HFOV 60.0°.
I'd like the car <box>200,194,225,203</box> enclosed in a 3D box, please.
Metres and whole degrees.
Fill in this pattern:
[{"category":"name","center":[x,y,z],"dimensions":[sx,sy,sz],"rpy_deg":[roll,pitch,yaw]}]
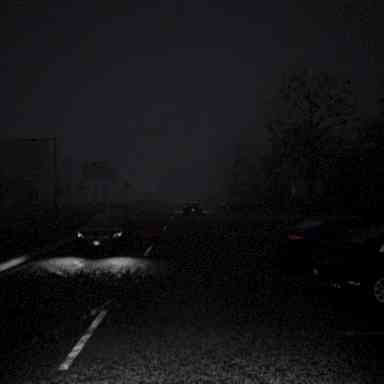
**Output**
[{"category":"car","center":[4.671,1.417,75.381],"dimensions":[5.566,2.045,2.435],"rpy_deg":[0,-1,-1]}]

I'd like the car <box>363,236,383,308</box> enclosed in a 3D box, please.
[{"category":"car","center":[5.089,1.461,3.897],"dimensions":[5.008,1.535,2.097],"rpy_deg":[0,0,0]}]

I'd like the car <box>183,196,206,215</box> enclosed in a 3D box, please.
[{"category":"car","center":[0.087,1.381,31.161],"dimensions":[1.812,1.442,4.674],"rpy_deg":[0,0,0]}]

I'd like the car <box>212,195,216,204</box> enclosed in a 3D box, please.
[{"category":"car","center":[5.032,1.345,37.952],"dimensions":[4.674,1.452,2.002],"rpy_deg":[0,0,0]}]

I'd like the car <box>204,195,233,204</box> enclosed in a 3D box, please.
[{"category":"car","center":[5.011,1.424,64.202],"dimensions":[5.366,1.575,1.946],"rpy_deg":[0,-1,-1]}]

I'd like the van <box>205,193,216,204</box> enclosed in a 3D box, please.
[{"category":"van","center":[4.757,1.126,58.747],"dimensions":[4.442,1.987,1.878],"rpy_deg":[0,-1,-1]}]

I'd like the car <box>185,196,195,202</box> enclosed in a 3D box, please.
[{"category":"car","center":[-0.424,1.702,78.320],"dimensions":[2.128,1.511,4.902],"rpy_deg":[0,-2,2]}]

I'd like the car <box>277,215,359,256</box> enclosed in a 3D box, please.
[{"category":"car","center":[5.079,1.471,10.446],"dimensions":[4.674,1.452,2.002],"rpy_deg":[0,0,0]}]

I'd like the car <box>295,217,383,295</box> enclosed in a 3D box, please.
[{"category":"car","center":[5.077,1.447,7.170],"dimensions":[4.892,1.521,2.231],"rpy_deg":[0,0,0]}]

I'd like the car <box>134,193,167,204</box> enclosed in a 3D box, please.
[{"category":"car","center":[-7.584,1.353,59.281],"dimensions":[5.366,1.575,1.946],"rpy_deg":[0,-1,-1]}]

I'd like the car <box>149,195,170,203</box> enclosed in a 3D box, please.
[{"category":"car","center":[-7.566,1.592,77.380],"dimensions":[4.553,1.767,2.185],"rpy_deg":[0,-1,-1]}]

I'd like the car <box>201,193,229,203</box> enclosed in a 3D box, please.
[{"category":"car","center":[4.745,1.282,69.921],"dimensions":[5.566,2.045,2.435],"rpy_deg":[0,-1,-1]}]

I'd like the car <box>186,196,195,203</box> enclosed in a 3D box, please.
[{"category":"car","center":[-0.308,1.544,68.268],"dimensions":[1.812,1.442,4.674],"rpy_deg":[0,-1,-1]}]

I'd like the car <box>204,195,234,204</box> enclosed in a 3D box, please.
[{"category":"car","center":[5.034,1.384,61.541],"dimensions":[5.366,1.575,1.946],"rpy_deg":[0,-1,-1]}]

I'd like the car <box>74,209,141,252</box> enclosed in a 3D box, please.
[{"category":"car","center":[-3.257,1.465,13.673],"dimensions":[1.812,1.442,4.674],"rpy_deg":[0,0,0]}]

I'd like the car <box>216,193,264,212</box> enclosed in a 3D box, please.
[{"category":"car","center":[5.106,1.193,34.781],"dimensions":[4.553,1.767,2.185],"rpy_deg":[0,0,0]}]
